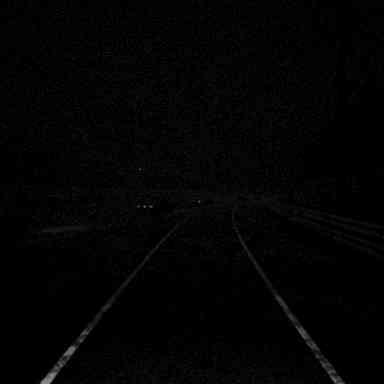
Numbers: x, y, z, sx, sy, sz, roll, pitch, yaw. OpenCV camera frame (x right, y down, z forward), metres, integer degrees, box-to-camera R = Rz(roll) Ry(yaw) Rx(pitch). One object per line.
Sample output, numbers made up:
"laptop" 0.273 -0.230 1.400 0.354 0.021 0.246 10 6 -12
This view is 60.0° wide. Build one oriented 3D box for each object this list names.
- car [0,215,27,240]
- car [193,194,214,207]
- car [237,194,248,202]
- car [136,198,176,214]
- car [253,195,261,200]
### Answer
"car" -8.981 1.362 13.405 2.128 1.511 4.902 0 0 19
"car" 1.604 1.190 44.505 1.994 1.385 4.181 0 0 19
"car" 10.961 1.301 71.997 1.837 1.490 4.892 0 0 19
"car" -3.198 1.237 30.445 2.033 1.411 5.357 -1 0 19
"car" 18.255 1.534 93.424 1.895 1.301 4.718 0 0 19
